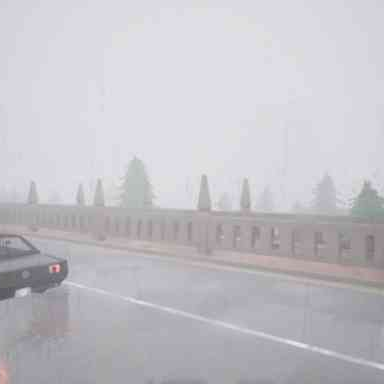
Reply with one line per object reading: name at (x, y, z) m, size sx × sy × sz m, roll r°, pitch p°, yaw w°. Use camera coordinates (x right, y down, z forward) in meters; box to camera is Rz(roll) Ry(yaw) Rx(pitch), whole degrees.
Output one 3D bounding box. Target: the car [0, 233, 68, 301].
car at (-4.980, 1.594, 7.554) m, size 4.718 × 1.301 × 1.895 m, roll 0°, pitch 0°, yaw 36°
